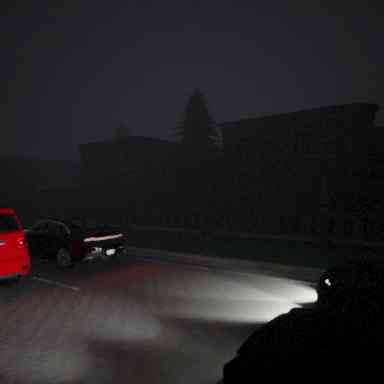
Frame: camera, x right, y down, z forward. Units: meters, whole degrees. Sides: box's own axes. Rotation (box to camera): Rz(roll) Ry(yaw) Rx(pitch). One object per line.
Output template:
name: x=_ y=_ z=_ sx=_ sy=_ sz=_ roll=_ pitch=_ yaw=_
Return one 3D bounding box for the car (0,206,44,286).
car: x=-6.409 y=1.345 z=8.531 sx=5.566 sy=2.045 sz=2.150 roll=0 pitch=0 yaw=36

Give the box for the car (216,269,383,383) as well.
car: x=2.508 y=1.591 z=2.204 sx=4.718 sy=1.301 sz=1.895 roll=-1 pitch=0 yaw=36

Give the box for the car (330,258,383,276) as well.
car: x=4.212 y=1.559 z=5.280 sx=4.181 sy=1.385 sz=1.994 roll=-1 pitch=0 yaw=36

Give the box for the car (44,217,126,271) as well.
car: x=-4.412 y=1.612 z=11.405 sx=4.902 sy=1.511 sz=2.128 roll=-1 pitch=-1 yaw=36
